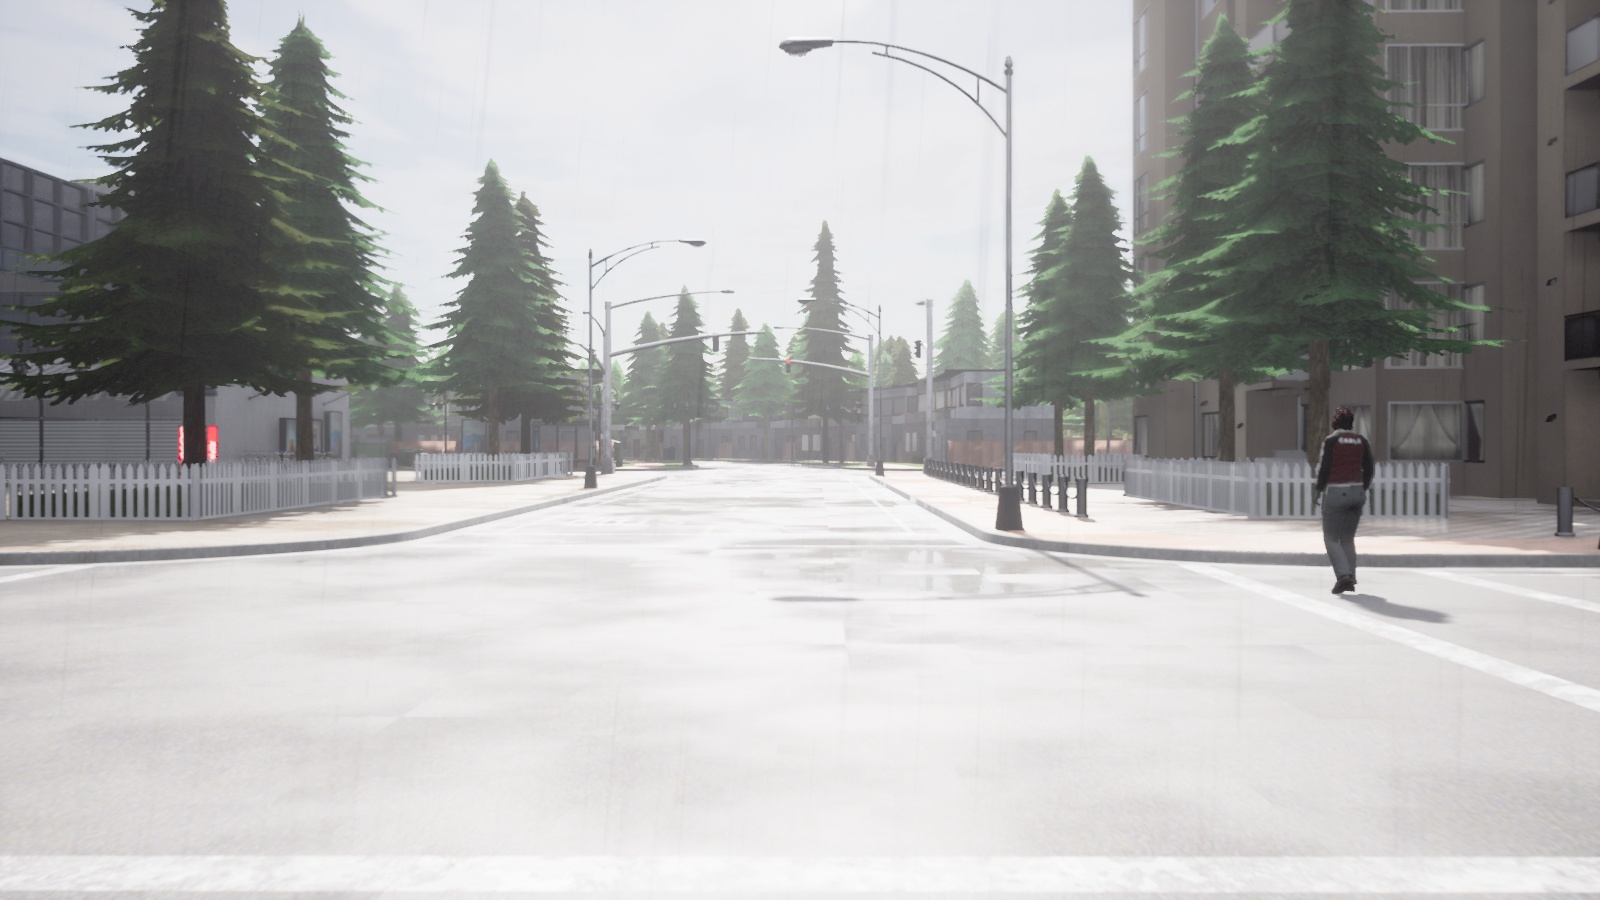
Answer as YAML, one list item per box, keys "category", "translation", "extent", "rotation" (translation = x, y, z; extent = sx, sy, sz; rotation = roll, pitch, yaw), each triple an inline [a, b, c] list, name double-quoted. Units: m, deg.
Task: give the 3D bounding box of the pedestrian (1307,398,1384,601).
- category: "pedestrian"
  translation: [5.327, 0.466, 12.289]
  extent: [0.402, 1.930, 0.666]
  rotation: [0, 0, -7]
